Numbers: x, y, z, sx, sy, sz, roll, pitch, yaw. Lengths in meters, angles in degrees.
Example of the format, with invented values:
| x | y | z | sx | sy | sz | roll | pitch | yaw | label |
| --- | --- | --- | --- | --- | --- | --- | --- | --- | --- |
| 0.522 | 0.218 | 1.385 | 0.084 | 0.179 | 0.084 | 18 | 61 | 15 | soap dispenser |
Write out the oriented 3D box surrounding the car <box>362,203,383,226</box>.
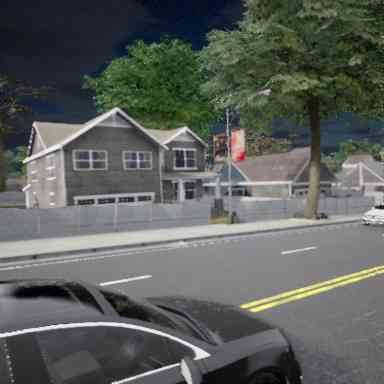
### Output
| x | y | z | sx | sy | sz | roll | pitch | yaw | label |
| --- | --- | --- | --- | --- | --- | --- | --- | --- | --- |
| 12.346 | 1.350 | 20.463 | 4.674 | 1.442 | 1.812 | -1 | 0 | -35 | car |

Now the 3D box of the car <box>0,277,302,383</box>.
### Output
| x | y | z | sx | sy | sz | roll | pitch | yaw | label |
| --- | --- | --- | --- | --- | --- | --- | --- | --- | --- |
| -1.158 | 1.499 | 2.612 | 4.892 | 1.490 | 1.837 | 0 | 0 | -36 | car |
